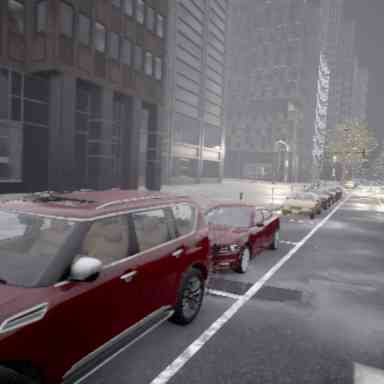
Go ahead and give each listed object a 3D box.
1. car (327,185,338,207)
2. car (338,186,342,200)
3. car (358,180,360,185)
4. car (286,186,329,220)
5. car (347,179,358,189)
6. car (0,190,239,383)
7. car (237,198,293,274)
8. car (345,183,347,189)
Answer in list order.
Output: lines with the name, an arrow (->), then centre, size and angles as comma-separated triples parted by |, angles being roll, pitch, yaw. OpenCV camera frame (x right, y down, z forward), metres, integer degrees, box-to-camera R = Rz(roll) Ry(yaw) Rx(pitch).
car -> 8.867, 0.386, 23.523 | 1.887, 1.381, 4.507 | 5, 4, 28
car -> 11.442, 0.186, 28.407 | 1.887, 1.381, 4.507 | 5, 4, 28
car -> 36.729, -1.744, 76.307 | 1.887, 1.381, 4.507 | 5, 4, 28
car -> 6.213, 0.573, 18.487 | 1.752, 1.417, 4.829 | 5, 4, 28
car -> 31.711, -1.384, 66.806 | 1.752, 1.417, 4.829 | 5, 4, 28
car -> -1.424, 0.958, 3.970 | 2.192, 1.841, 5.009 | 5, 4, 28
car -> 1.140, 0.987, 8.870 | 1.887, 1.381, 4.507 | 5, 4, 28
car -> 14.018, -0.013, 33.292 | 1.887, 1.381, 4.507 | 5, 4, 28
